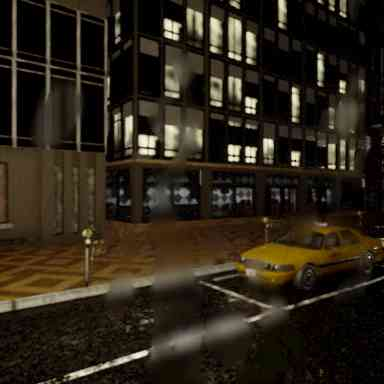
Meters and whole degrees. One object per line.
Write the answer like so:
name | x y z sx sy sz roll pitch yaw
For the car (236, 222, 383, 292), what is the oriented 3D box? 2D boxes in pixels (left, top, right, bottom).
car | 3.315 1.513 8.917 4.829 1.417 1.752 0 0 -35
